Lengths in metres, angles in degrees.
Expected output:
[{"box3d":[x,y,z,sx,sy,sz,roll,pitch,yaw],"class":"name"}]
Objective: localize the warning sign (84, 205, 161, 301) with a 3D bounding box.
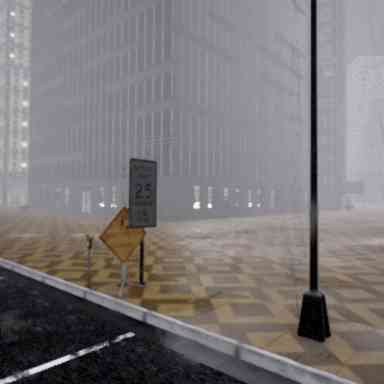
[{"box3d":[-1.538,1.229,7.428,1.060,1.860,1.300,-1,-1,41],"class":"warning sign"}]
